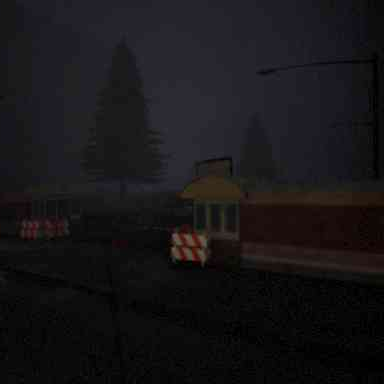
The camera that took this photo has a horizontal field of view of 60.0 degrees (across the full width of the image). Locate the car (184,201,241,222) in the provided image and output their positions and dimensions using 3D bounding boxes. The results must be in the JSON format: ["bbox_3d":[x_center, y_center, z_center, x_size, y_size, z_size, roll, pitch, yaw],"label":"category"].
[{"bbox_3d":[1.570,1.494,26.563,4.193,1.474,1.816,-1,0,35],"label":"car"}]

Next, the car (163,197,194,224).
[{"bbox_3d":[-0.369,1.308,24.505,3.866,1.878,1.905,-1,0,35],"label":"car"}]
